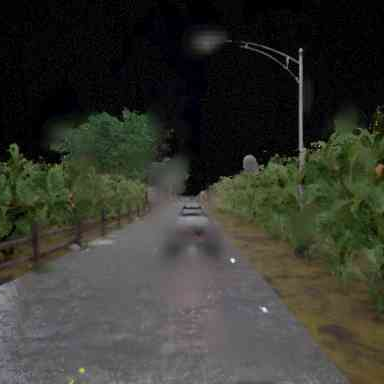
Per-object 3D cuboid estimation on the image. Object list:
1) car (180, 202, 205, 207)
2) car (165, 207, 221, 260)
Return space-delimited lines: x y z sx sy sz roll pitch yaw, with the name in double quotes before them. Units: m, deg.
"car" 0.032 1.599 27.653 2.128 1.511 4.902 0 0 0
"car" 0.038 1.555 12.696 1.837 1.490 4.892 0 0 1
